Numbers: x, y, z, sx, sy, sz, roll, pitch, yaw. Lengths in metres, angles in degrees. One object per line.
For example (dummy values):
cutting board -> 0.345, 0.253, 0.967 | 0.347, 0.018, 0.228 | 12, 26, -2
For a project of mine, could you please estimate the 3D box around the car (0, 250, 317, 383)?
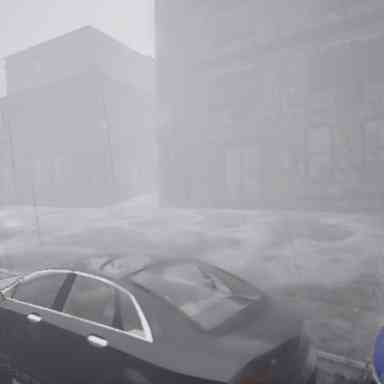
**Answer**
car -> -1.066, 1.481, 4.089 | 4.892, 1.521, 2.231 | 0, 0, 35
